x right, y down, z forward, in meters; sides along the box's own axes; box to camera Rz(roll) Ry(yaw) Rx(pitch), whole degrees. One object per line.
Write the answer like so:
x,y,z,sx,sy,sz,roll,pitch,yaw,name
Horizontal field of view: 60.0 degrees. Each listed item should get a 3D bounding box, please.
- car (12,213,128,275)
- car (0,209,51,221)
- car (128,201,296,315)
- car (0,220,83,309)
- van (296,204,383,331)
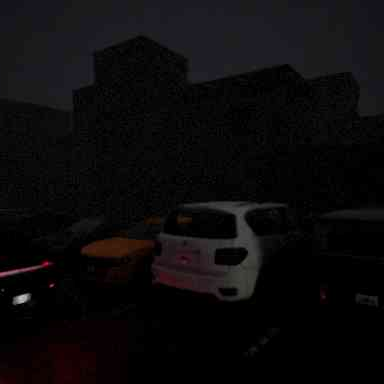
-3.087,1.521,11.156,2.002,1.452,4.674,0,0,35,car
-5.316,1.513,12.777,2.163,1.488,4.792,0,0,35,car
1.418,1.227,7.976,2.435,2.045,5.566,0,0,35,car
-4.686,1.492,6.716,4.902,1.511,2.128,0,0,35,car
3.715,1.254,6.447,1.878,1.987,4.442,0,0,35,van
